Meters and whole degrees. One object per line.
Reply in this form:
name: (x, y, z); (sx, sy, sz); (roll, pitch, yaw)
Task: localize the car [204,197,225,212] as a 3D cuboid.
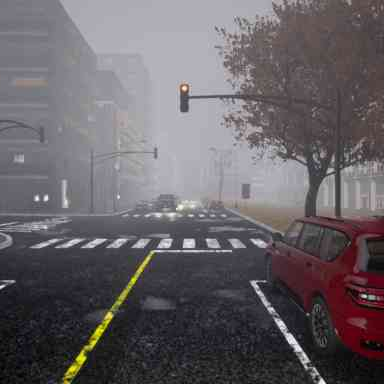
car: (2.746, 1.557, 38.316); (1.887, 1.381, 4.507); (0, 0, 0)

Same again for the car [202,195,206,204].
car: (2.762, 1.548, 49.552); (1.752, 1.417, 4.829); (0, 0, 0)

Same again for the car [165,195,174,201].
car: (-5.570, 1.506, 82.591); (1.967, 1.590, 4.097); (0, 0, 0)

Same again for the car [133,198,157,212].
car: (-5.634, 1.563, 38.329); (2.008, 1.369, 4.403); (0, 0, 0)

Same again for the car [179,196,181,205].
car: (-3.011, 1.528, 50.094); (1.837, 1.490, 4.892); (0, 0, 0)

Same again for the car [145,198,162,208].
car: (-5.618, 1.573, 49.395); (2.008, 1.369, 4.403); (0, 0, 0)

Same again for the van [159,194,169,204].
van: (-5.594, 1.384, 65.993); (1.690, 1.788, 3.998); (0, 0, 0)

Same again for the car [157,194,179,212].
car: (-3.033, 1.235, 40.075); (2.150, 2.045, 5.566); (0, 0, 0)

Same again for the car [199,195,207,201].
car: (2.819, 1.620, 88.111); (1.887, 1.381, 4.507); (0, 0, 0)

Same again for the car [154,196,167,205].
car: (-5.602, 1.476, 60.460); (1.967, 1.590, 4.097); (0, 0, 0)

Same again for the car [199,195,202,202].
car: (2.787, 1.625, 65.979); (1.802, 1.307, 4.206); (0, 0, 0)

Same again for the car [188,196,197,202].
car: (0.118, 1.586, 79.845); (1.812, 1.442, 4.674); (0, 0, 0)

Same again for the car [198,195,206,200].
car: (2.827, 1.637, 93.643); (2.008, 1.369, 4.403); (0, 0, 0)

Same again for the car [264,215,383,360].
car: (2.700, 1.315, 5.928); (2.192, 1.841, 5.009); (0, 0, 0)
